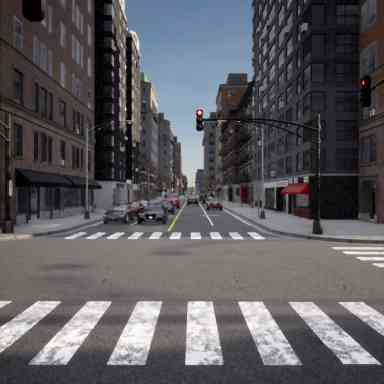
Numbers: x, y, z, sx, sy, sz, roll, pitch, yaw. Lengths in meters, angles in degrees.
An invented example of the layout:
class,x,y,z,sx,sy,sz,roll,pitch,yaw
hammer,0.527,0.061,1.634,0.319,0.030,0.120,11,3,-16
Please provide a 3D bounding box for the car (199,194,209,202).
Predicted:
class,x,y,z,sx,sy,sz,roll,pitch,yaw
car,2.744,1.295,79.288,2.192,1.841,5.009,0,0,0

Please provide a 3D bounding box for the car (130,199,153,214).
class,x,y,z,sx,sy,sz,roll,pitch,yaw
car,-5.339,1.522,35.502,1.752,1.417,4.829,0,0,0

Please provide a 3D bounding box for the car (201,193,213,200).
class,x,y,z,sx,sy,sz,roll,pitch,yaw
car,3.065,1.213,61.823,2.150,2.045,5.566,0,0,0

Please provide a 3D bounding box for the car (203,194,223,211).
class,x,y,z,sx,sy,sz,roll,pitch,yaw
car,2.694,1.435,41.108,1.967,1.590,4.097,0,0,0

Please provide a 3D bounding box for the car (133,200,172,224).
class,x,y,z,sx,sy,sz,roll,pitch,yaw
car,-2.815,1.563,24.729,1.994,1.385,4.181,0,0,0

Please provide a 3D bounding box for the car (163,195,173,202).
class,x,y,z,sx,sy,sz,roll,pitch,yaw
car,-5.287,1.505,73.679,1.752,1.417,4.829,0,0,0

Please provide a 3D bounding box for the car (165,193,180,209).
class,x,y,z,sx,sy,sz,roll,pitch,yaw
car,-2.779,1.214,45.362,2.150,2.045,5.566,0,0,0

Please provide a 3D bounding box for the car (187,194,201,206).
class,x,y,z,sx,sy,sz,roll,pitch,yaw
car,0.127,1.493,54.884,1.837,1.490,4.892,0,0,0

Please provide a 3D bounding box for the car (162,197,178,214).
class,x,y,z,sx,sy,sz,roll,pitch,yaw
car,-2.799,1.561,34.703,1.994,1.385,4.181,0,0,0

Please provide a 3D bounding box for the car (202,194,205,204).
class,x,y,z,sx,sy,sz,roll,pitch,yaw
car,3.095,1.492,54.793,1.837,1.490,4.892,0,0,0

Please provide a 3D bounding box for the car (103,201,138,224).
class,x,y,z,sx,sy,sz,roll,pitch,yaw
car,-5.354,1.550,24.764,2.008,1.369,4.403,0,0,0
